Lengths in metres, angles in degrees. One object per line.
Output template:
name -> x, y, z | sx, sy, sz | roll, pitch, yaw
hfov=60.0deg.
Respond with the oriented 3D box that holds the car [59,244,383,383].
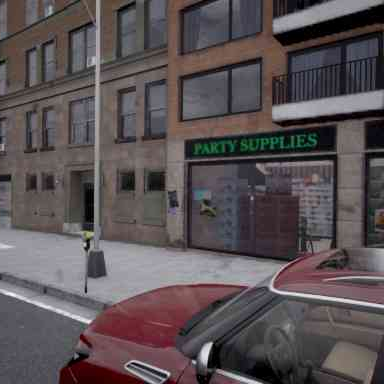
car -> 1.282, 1.315, 2.152 | 5.009, 1.841, 2.192 | 0, 1, 35
